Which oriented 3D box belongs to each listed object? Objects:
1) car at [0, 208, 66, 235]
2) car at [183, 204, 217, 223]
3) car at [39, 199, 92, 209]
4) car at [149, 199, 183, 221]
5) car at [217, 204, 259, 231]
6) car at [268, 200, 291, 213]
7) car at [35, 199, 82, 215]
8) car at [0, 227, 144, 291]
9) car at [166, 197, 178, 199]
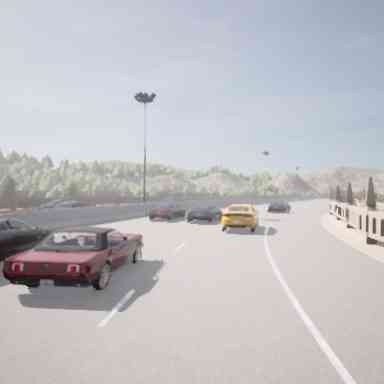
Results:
[{"bbox_3d":[-6.078,1.468,10.095,2.128,1.511,4.902,0,0,7],"label":"car"},{"bbox_3d":[1.080,1.593,26.149,1.994,1.385,4.181,0,0,18],"label":"car"},{"bbox_3d":[-9.894,1.502,26.860,1.837,1.490,4.892,0,0,17],"label":"car"},{"bbox_3d":[-1.985,1.589,27.970,1.994,1.385,4.181,0,0,18],"label":"car"},{"bbox_3d":[3.103,1.502,20.788,1.882,1.535,5.008,0,0,15],"label":"car"},{"bbox_3d":[10.270,1.664,39.011,1.994,1.385,4.181,0,0,26],"label":"car"},{"bbox_3d":[-14.242,1.518,35.816,1.837,1.490,4.892,0,0,21],"label":"car"},{"bbox_3d":[-2.733,1.590,9.043,1.895,1.301,4.718,0,0,6],"label":"car"},{"bbox_3d":[-3.311,1.624,51.377,1.837,1.490,4.892,0,-1,27],"label":"car"}]
